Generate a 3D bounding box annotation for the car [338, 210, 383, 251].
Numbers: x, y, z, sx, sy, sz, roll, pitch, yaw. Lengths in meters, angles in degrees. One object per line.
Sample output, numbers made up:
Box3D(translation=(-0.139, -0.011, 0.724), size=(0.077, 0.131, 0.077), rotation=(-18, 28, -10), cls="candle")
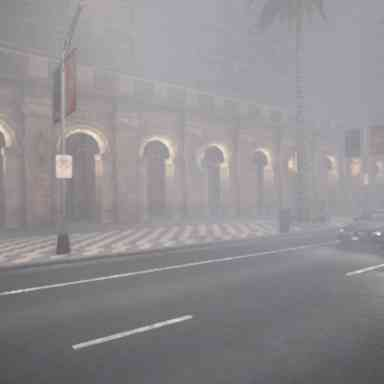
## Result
Box3D(translation=(8.134, 1.518, 14.092), size=(4.674, 1.442, 1.812), rotation=(0, 0, -35), cls="car")
